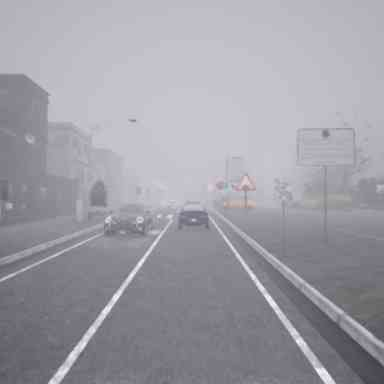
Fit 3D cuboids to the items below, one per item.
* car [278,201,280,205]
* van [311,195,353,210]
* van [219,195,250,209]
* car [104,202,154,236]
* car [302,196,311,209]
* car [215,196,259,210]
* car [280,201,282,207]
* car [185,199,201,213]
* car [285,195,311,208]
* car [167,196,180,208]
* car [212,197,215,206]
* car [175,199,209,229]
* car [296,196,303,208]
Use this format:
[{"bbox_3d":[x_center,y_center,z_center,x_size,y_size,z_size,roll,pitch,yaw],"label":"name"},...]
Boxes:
[{"bbox_3d":[18.380,1.755,60.075,5.566,2.045,2.435,0,-2,-1],"label":"car"},{"bbox_3d":[18.445,1.382,43.442,4.442,1.987,1.878,0,-1,0],"label":"van"},{"bbox_3d":[6.359,1.506,49.952,4.442,1.987,1.878,0,-1,0],"label":"van"},{"bbox_3d":[-3.344,1.361,18.318,2.097,1.767,4.553,0,0,0],"label":"car"},{"bbox_3d":[18.725,1.654,46.234,5.366,1.575,1.946,0,-1,0],"label":"car"},{"bbox_3d":[6.104,1.612,43.991,5.366,1.575,1.946,0,-1,0],"label":"car"},{"bbox_3d":[18.435,1.927,57.399,4.892,1.521,2.231,0,-2,-1],"label":"car"},{"bbox_3d":[0.090,1.578,39.558,1.837,1.490,4.892,0,-1,0],"label":"car"},{"bbox_3d":[18.447,1.593,54.615,5.566,2.045,2.435,0,-2,-1],"label":"car"},{"bbox_3d":[-3.348,1.801,60.369,2.150,2.045,5.566,0,-2,0],"label":"car"},{"bbox_3d":[6.216,1.634,56.142,5.566,2.045,2.435,0,-1,-1],"label":"car"},{"bbox_3d":[0.093,1.488,21.870,1.882,1.535,5.008,0,0,0],"label":"car"},{"bbox_3d":[18.705,1.707,48.895,5.366,1.575,1.946,0,-1,0],"label":"car"}]
